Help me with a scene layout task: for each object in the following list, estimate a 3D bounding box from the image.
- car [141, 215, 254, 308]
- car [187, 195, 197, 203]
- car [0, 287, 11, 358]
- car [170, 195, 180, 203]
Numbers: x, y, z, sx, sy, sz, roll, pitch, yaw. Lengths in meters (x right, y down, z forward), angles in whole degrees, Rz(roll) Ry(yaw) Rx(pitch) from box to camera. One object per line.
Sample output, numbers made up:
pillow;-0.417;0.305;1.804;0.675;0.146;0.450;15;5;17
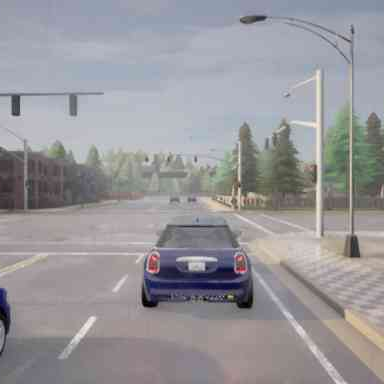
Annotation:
car;0.154;1.344;8.059;2.097;1.767;4.553;0;0;2
car;-0.003;1.437;68.348;1.837;1.490;4.892;0;0;0
car;-3.442;1.475;2.604;1.882;1.535;5.008;0;0;0
car;-3.503;1.437;68.348;1.837;1.490;4.892;0;0;0
